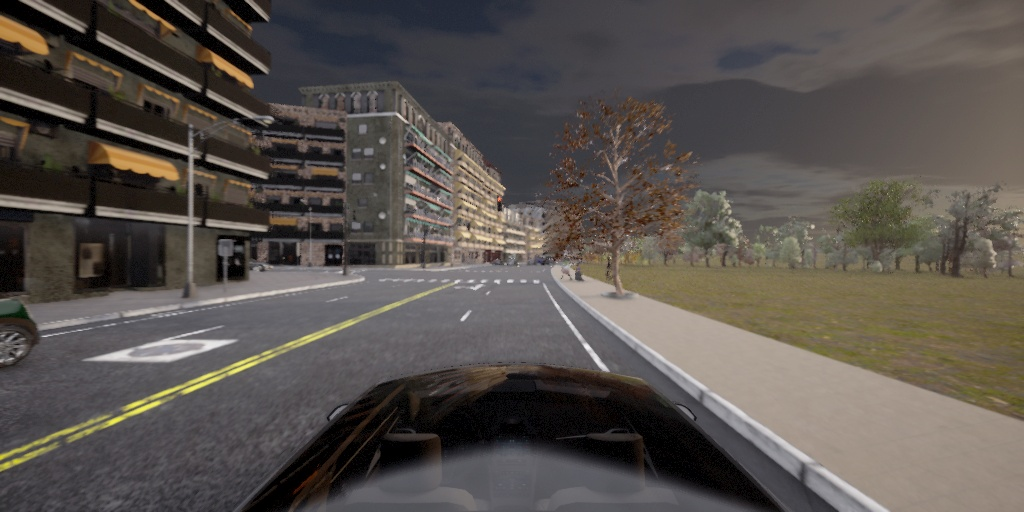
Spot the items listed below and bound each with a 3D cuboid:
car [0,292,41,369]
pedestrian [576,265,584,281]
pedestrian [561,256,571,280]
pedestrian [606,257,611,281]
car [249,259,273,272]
[{"bbox_3d":[-9.816,1.060,4.611,2.097,1.767,4.553,0,0,0],"label":"car"},{"bbox_3d":[4.895,1.178,25.994,0.375,1.300,0.375,0,0,3],"label":"pedestrian"},{"bbox_3d":[4.095,0.896,27.243,0.375,1.860,0.375,0,0,3],"label":"pedestrian"},{"bbox_3d":[7.183,0.938,26.466,0.375,1.860,0.375,0,0,3],"label":"pedestrian"},{"bbox_3d":[-23.883,0.778,31.879,4.403,1.370,2.007,0,0,-16],"label":"car"}]
